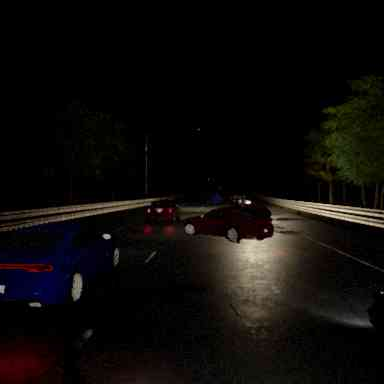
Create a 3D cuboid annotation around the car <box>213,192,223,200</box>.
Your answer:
[{"bbox_3d":[6.029,0.872,76.906,2.128,1.511,4.902,0,2,6],"label":"car"}]

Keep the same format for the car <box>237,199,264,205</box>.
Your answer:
[{"bbox_3d":[4.531,1.534,24.097,1.882,1.535,5.008,0,0,4],"label":"car"}]

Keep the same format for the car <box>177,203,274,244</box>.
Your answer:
[{"bbox_3d":[1.624,1.513,16.310,1.882,1.535,5.008,0,0,-39],"label":"car"}]

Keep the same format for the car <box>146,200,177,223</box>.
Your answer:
[{"bbox_3d":[-2.187,1.412,26.193,2.097,1.767,4.553,0,0,4],"label":"car"}]

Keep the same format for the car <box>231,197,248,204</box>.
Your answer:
[{"bbox_3d":[5.461,1.576,34.843,2.128,1.511,4.902,0,0,6],"label":"car"}]

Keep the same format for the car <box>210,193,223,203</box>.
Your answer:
[{"bbox_3d":[4.367,1.371,59.807,1.882,1.535,5.008,0,1,7],"label":"car"}]

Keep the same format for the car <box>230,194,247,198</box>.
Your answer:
[{"bbox_3d":[6.534,1.294,45.813,2.150,2.045,5.566,0,0,6],"label":"car"}]

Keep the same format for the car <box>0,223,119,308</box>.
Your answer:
[{"bbox_3d":[-3.184,1.492,8.071,1.882,1.535,5.008,0,0,2],"label":"car"}]

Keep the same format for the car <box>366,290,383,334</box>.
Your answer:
[{"bbox_3d":[3.533,1.549,2.591,2.033,1.411,5.357,0,0,1],"label":"car"}]
